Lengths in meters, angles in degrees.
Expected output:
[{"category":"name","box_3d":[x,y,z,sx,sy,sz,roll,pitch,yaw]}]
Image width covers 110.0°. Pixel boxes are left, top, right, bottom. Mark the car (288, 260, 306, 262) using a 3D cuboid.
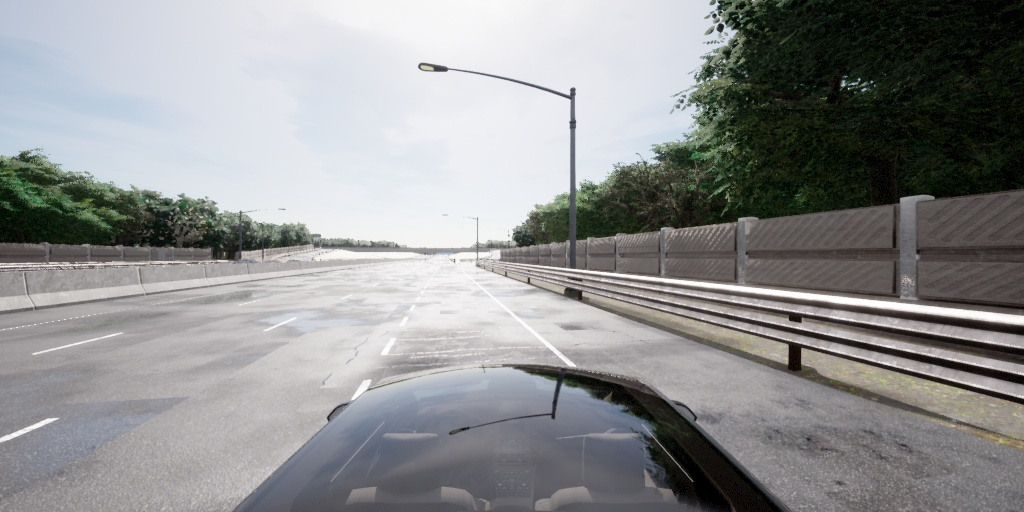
[{"category":"car","box_3d":[-30.396,1.360,51.218,1.994,1.385,4.181,0,0,-10]}]
